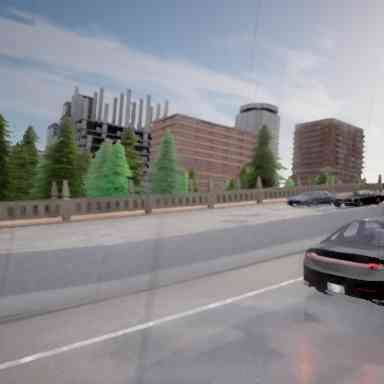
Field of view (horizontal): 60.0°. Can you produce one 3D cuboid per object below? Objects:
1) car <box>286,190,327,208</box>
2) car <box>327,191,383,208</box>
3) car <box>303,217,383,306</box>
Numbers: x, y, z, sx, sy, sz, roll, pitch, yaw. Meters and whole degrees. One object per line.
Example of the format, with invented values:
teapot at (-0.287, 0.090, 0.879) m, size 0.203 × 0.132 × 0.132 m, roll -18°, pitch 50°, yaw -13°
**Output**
car at (10.537, 0.561, 28.822) m, size 5.357 × 1.411 × 2.033 m, roll -3°, pitch 2°, yaw -36°
car at (13.193, 0.578, 26.419) m, size 4.718 × 1.301 × 1.895 m, roll -3°, pitch 2°, yaw -36°
car at (4.328, 1.263, 6.888) m, size 4.902 × 1.511 × 2.128 m, roll -3°, pitch 2°, yaw -36°
